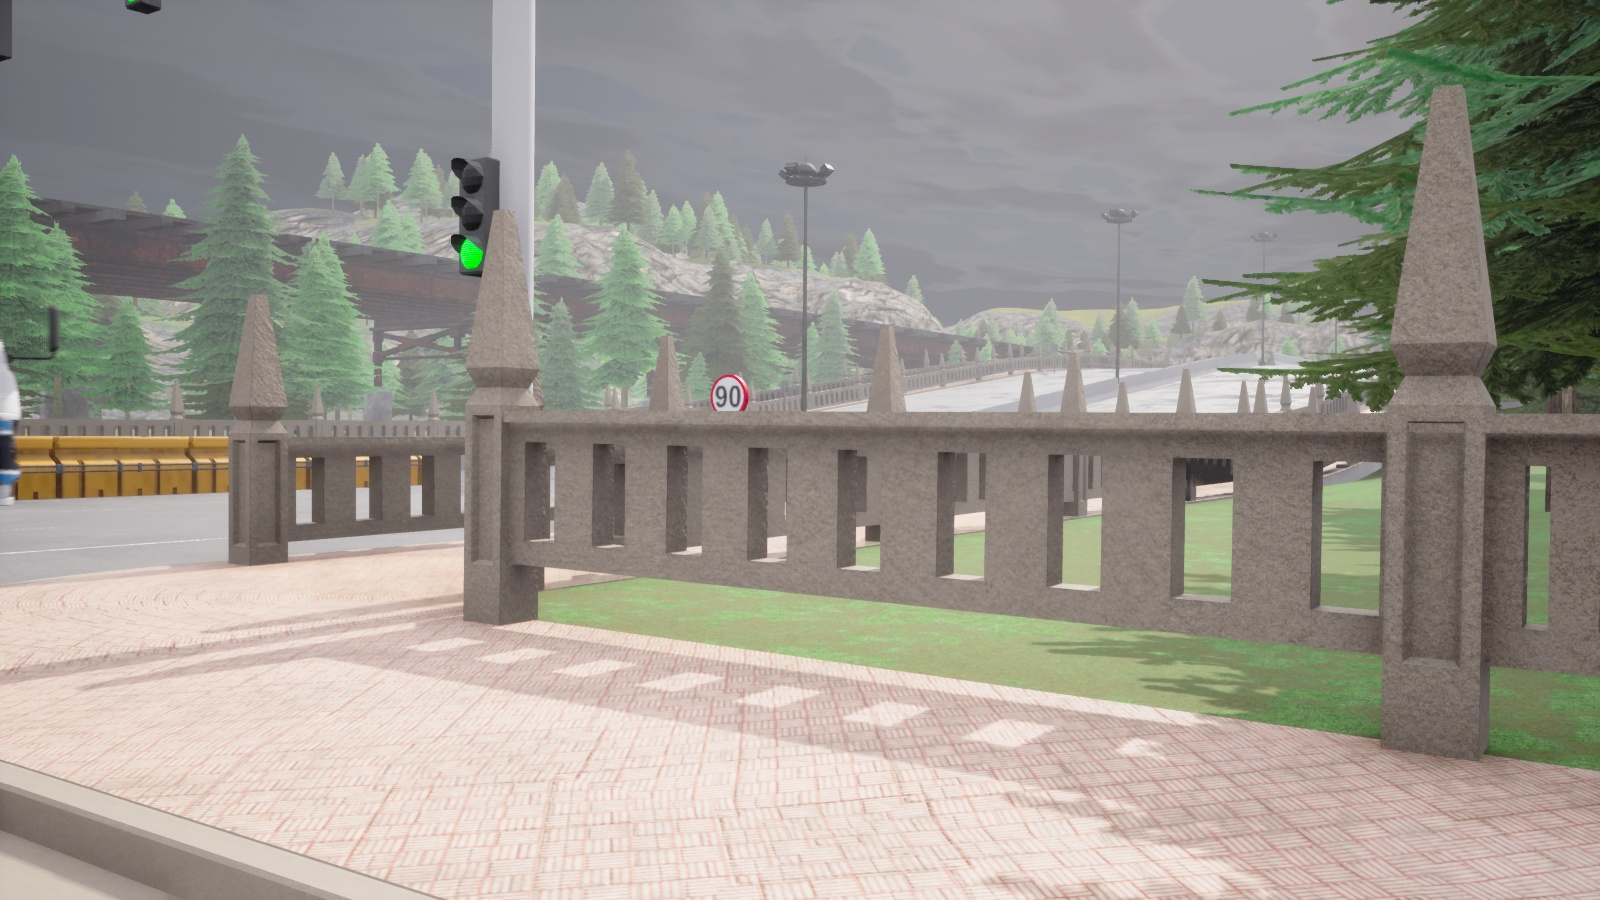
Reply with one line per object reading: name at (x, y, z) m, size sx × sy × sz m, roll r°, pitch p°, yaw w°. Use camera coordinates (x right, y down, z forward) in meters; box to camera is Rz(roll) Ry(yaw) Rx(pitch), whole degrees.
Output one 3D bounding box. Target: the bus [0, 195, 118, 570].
bus at (-12.859, -0.695, 12.155) m, size 3.944 × 4.253 × 10.273 m, roll 0°, pitch 1°, yaw 34°
